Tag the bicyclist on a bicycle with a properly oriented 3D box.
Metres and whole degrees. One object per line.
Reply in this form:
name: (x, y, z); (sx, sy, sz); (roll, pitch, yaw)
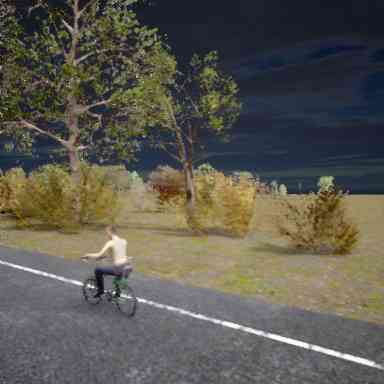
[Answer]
bicyclist on a bicycle: (-1.538, 1.393, 6.126); (1.509, 1.612, 0.866); (1, 0, 36)
